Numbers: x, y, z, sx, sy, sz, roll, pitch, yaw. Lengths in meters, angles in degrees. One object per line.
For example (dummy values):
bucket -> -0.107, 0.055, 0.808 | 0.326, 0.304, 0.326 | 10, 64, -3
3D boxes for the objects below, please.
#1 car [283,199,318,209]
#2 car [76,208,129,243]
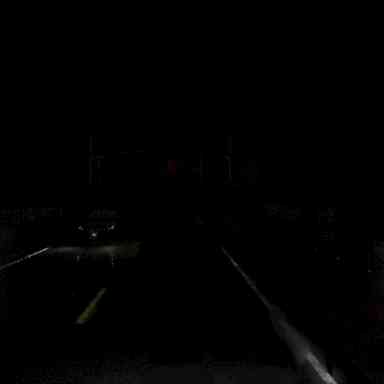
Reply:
car -> 13.816, 1.546, 41.496 | 4.674, 1.442, 1.812 | 0, 0, 0
car -> -4.252, 1.540, 16.448 | 1.812, 1.442, 4.674 | 0, 0, -2
